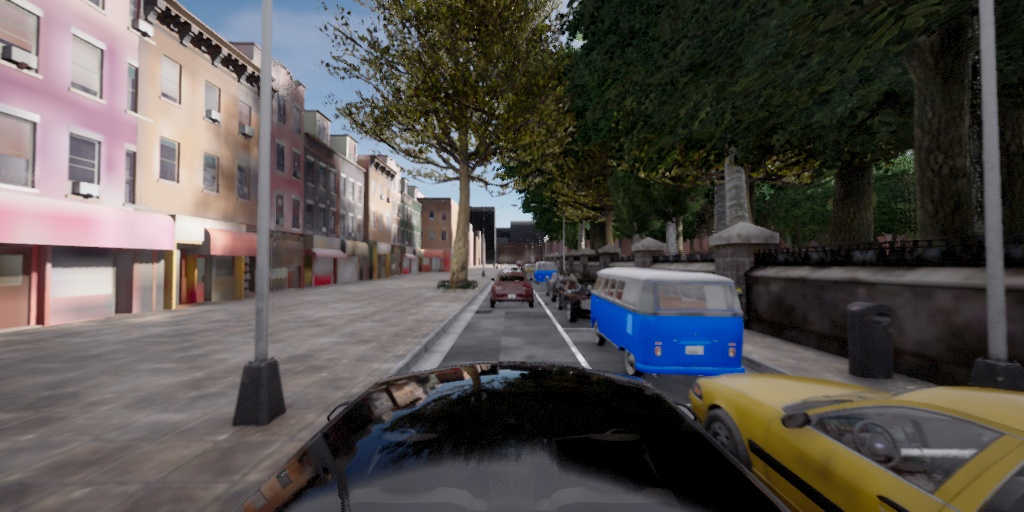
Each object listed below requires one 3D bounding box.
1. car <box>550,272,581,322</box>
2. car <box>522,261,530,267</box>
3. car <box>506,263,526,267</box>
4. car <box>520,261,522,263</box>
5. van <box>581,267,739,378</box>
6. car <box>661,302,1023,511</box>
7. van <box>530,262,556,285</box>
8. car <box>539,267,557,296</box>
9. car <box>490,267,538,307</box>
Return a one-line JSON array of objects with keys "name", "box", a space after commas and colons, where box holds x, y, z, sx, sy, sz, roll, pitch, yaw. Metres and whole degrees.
[{"name": "car", "box": [2.638, 1.419, 12.485, 1.948, 1.339, 4.313, 0, 0, 0]}, {"name": "car", "box": [2.637, 1.788, 50.797, 1.751, 1.417, 4.829, 0, 0, 0]}, {"name": "car", "box": [0.005, 1.573, 31.223, 1.812, 1.442, 4.674, 0, 0, 0]}, {"name": "car", "box": [2.636, 1.974, 61.525, 1.802, 1.307, 4.207, 0, 0, 0]}, {"name": "van", "box": [2.638, 1.141, 7.035, 1.690, 1.789, 3.998, 0, 0, 0]}, {"name": "car", "box": [2.638, 1.274, 1.757, 1.751, 1.417, 4.829, 0, 0, 0]}, {"name": "van", "box": [2.637, 1.362, 28.832, 1.690, 1.789, 3.998, 0, 0, 0]}, {"name": "car", "box": [2.638, 1.458, 17.933, 2.007, 1.370, 4.403, 0, 0, 0]}, {"name": "car", "box": [0.006, 1.416, 16.228, 1.812, 1.442, 4.674, 0, 0, 0]}]
